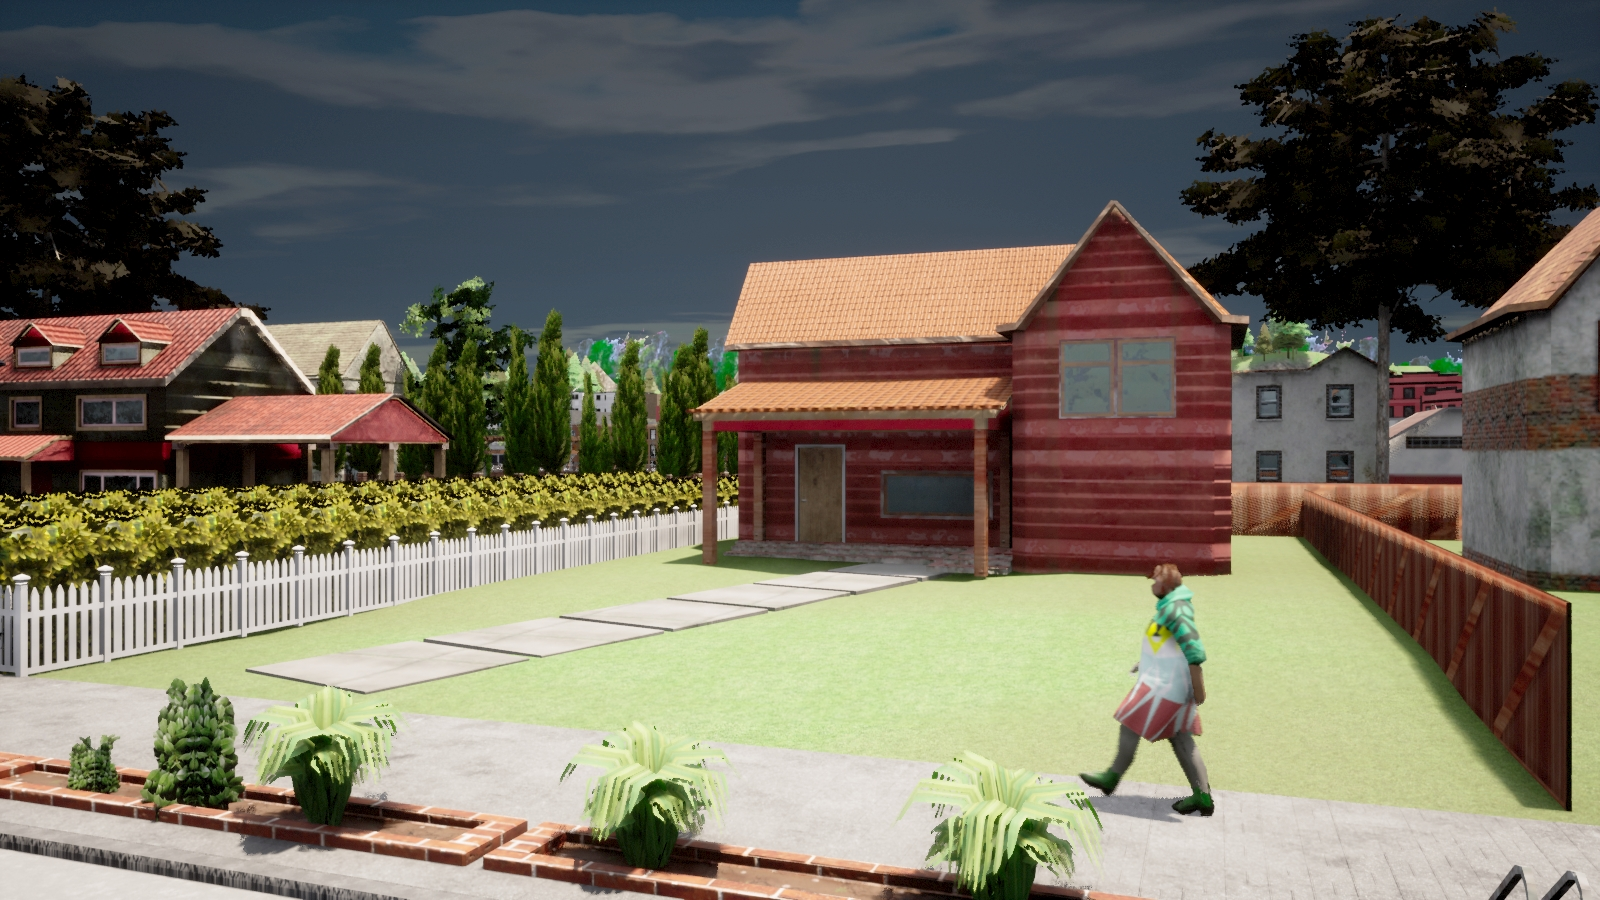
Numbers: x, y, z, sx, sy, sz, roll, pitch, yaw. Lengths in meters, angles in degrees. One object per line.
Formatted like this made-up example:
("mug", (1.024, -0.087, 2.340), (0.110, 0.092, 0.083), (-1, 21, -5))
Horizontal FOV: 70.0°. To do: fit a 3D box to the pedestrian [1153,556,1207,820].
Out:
("pedestrian", (2.829, 1.744, 8.508), (0.375, 1.860, 0.375), (0, 0, 19))
